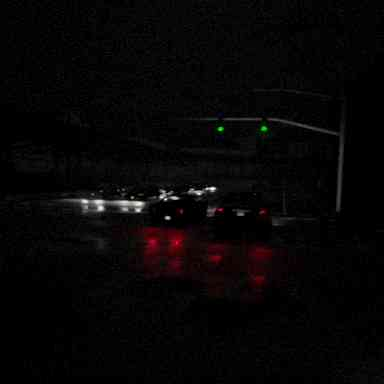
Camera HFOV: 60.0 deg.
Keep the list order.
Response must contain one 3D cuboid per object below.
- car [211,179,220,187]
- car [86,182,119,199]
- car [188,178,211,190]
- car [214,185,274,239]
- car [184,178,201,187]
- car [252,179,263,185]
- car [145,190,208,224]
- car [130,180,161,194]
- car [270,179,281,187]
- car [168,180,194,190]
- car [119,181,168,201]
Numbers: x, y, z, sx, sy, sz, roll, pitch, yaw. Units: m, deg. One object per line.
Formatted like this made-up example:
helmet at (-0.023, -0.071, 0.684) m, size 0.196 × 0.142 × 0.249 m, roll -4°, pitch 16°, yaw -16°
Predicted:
car at (3.583, -1.508, 58.550) m, size 1.994 × 1.385 × 4.181 m, roll 2°, pitch 4°, yaw 15°
car at (-7.855, -0.186, 30.581) m, size 1.812 × 1.442 × 4.674 m, roll 2°, pitch 3°, yaw 15°
car at (0.944, -1.010, 48.987) m, size 1.812 × 1.442 × 4.674 m, roll 2°, pitch 4°, yaw 15°
car at (2.346, 0.757, 14.200) m, size 2.097 × 1.767 × 4.553 m, roll 3°, pitch 3°, yaw 15°
car at (0.101, -1.686, 59.068) m, size 1.837 × 1.490 × 4.892 m, roll 2°, pitch 4°, yaw 15°
car at (13.352, -1.931, 67.635) m, size 1.882 × 1.535 × 5.008 m, roll 2°, pitch 4°, yaw 15°
car at (-0.485, 0.784, 17.136) m, size 1.895 × 1.301 × 4.718 m, roll 2°, pitch 3°, yaw 15°
car at (-5.392, -0.604, 39.326) m, size 1.812 × 1.442 × 4.674 m, roll 2°, pitch 3°, yaw 16°
car at (16.831, -1.811, 67.095) m, size 1.882 × 1.535 × 5.008 m, roll 2°, pitch 4°, yaw 15°
car at (-1.682, -0.447, 39.624) m, size 1.895 × 1.301 × 4.718 m, roll 2°, pitch 3°, yaw 16°
car at (-4.280, -0.061, 30.398) m, size 2.033 × 1.411 × 5.357 m, roll 2°, pitch 3°, yaw 15°
